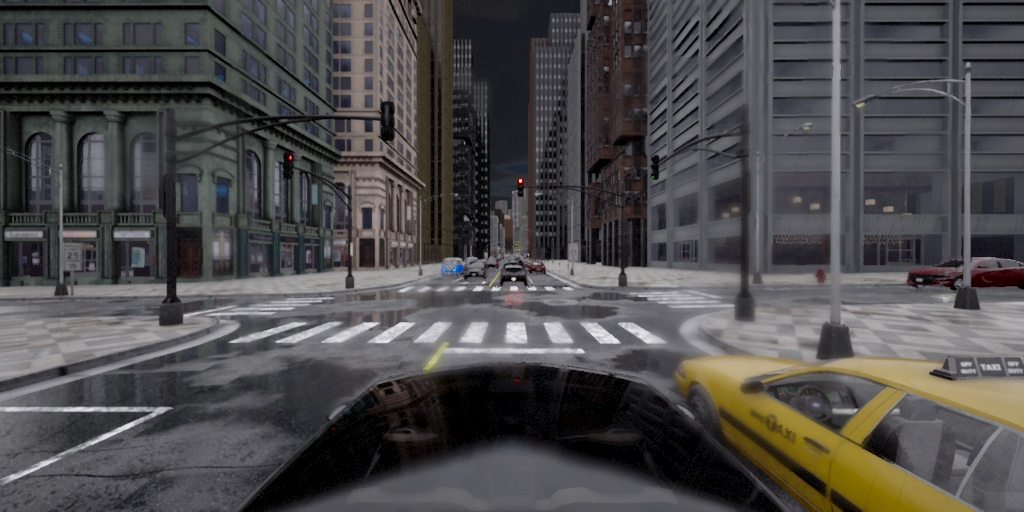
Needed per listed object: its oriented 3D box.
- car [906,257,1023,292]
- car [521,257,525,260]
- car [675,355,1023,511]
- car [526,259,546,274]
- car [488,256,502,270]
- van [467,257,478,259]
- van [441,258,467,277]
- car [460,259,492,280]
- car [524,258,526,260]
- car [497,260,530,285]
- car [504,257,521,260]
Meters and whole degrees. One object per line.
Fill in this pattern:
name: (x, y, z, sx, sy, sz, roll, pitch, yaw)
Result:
car: (21.828, 0.821, 17.005, 5.008, 1.535, 1.882, -1, 0, 0)
car: (2.832, 1.271, 57.036, 1.751, 1.417, 4.829, 0, 0, 0)
car: (2.769, 1.275, 2.368, 1.751, 1.417, 4.829, 0, 0, 0)
car: (2.819, 1.287, 40.291, 1.888, 1.381, 4.507, 0, 0, 0)
car: (-3.026, 1.097, 53.268, 2.097, 1.767, 4.553, 0, 0, 0)
van: (-5.723, 1.085, 51.367, 1.690, 1.789, 3.998, 0, 0, 0)
van: (-5.743, 1.082, 34.793, 1.690, 1.789, 3.998, 0, 0, 0)
car: (-3.069, 1.246, 31.184, 1.837, 1.490, 4.892, 0, 0, 0)
car: (2.823, 1.288, 45.816, 1.888, 1.381, 4.507, 0, 0, 0)
car: (0.119, 1.248, 25.951, 1.837, 1.490, 4.892, 0, 0, 0)
car: (0.117, 1.311, 60.077, 1.994, 1.385, 4.181, 0, 0, 0)
